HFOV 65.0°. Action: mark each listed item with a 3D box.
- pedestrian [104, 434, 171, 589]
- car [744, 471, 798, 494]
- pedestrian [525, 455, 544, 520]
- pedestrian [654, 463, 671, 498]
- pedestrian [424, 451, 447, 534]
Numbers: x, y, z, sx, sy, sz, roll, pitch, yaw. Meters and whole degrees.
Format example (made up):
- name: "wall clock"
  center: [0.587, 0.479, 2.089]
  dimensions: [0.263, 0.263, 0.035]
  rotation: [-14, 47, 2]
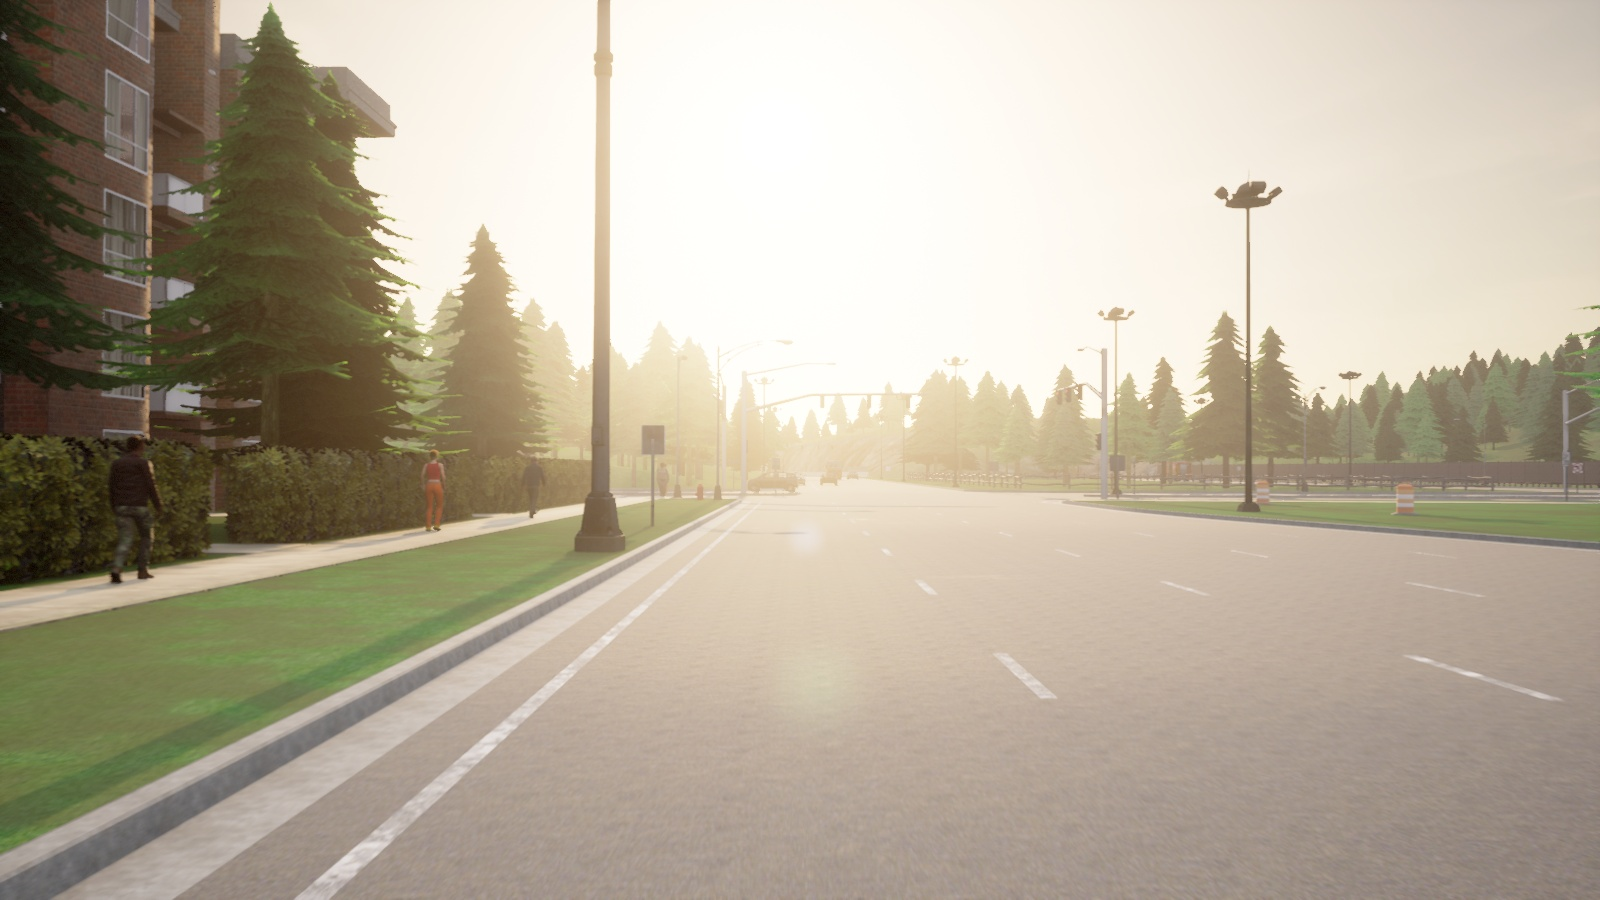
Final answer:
- name: "pedestrian"
  center: [-8.046, 0.731, 15.277]
  dimensions: [0.431, 1.840, 0.703]
  rotation: [0, -1, 1]
- name: "car"
  center: [-1.998, 2.276, 88.086]
  dimensions: [3.705, 1.549, 1.789]
  rotation: [0, -1, 0]
- name: "pedestrian"
  center: [-7.616, 1.077, 36.039]
  dimensions: [0.402, 1.842, 0.726]
  rotation: [0, -1, -1]
- name: "pedestrian"
  center: [-7.324, 1.620, 66.940]
  dimensions: [0.874, 1.855, 0.900]
  rotation: [0, -1, -3]
- name: "pedestrian"
  center: [-8.143, 0.946, 28.042]
  dimensions: [0.345, 1.836, 0.594]
  rotation: [0, -1, 0]
